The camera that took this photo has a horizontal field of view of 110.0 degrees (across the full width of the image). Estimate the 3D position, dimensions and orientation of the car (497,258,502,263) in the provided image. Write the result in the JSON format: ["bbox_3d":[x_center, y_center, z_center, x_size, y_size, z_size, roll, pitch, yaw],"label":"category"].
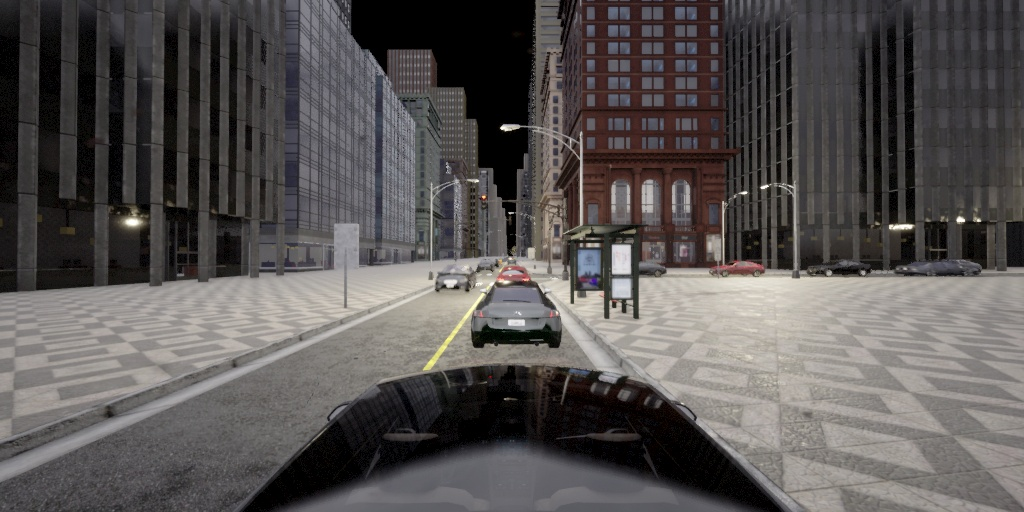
[{"bbox_3d":[-3.102,1.138,58.279,1.882,1.535,5.008,0,0,0],"label":"car"}]

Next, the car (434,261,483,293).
[{"bbox_3d":[-3.105,1.233,20.455,2.128,1.511,4.902,0,0,0],"label":"car"}]

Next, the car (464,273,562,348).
[{"bbox_3d":[0.096,1.314,9.243,1.994,1.385,4.181,0,0,0],"label":"car"}]

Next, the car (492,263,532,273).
[{"bbox_3d":[0.112,1.269,19.078,1.812,1.442,4.674,0,0,1],"label":"car"}]

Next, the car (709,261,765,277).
[{"bbox_3d":[20.798,1.194,33.208,4.674,1.442,1.812,0,-1,0],"label":"car"}]

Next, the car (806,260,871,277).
[{"bbox_3d":[30.155,1.113,33.193,5.008,1.535,1.882,0,-1,0],"label":"car"}]

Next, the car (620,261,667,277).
[{"bbox_3d":[11.861,1.225,33.210,4.674,1.442,1.812,0,-1,-2],"label":"car"}]

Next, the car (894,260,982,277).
[{"bbox_3d":[35.407,1.128,30.001,5.357,1.411,2.033,0,-1,0],"label":"car"}]

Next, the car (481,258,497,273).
[{"bbox_3d":[-3.113,1.204,43.120,1.837,1.490,4.892,0,0,0],"label":"car"}]

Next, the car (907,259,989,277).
[{"bbox_3d":[40.191,1.087,33.158,4.902,1.511,2.128,0,-1,1],"label":"car"}]
